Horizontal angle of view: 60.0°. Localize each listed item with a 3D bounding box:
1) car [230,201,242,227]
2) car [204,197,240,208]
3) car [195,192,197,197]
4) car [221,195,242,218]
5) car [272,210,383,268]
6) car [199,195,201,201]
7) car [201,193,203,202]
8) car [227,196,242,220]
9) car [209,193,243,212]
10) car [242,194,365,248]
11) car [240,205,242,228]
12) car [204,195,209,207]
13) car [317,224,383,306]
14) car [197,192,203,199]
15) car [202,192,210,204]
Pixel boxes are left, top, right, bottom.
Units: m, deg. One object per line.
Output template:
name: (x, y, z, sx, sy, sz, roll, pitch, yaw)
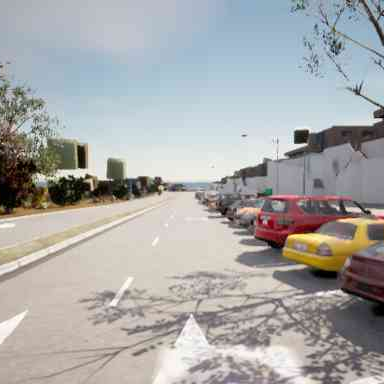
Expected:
car: (4.945, 1.440, 18.361, 4.892, 1.521, 2.231, 1, 0, -21)
car: (4.608, 1.612, 51.371, 5.008, 1.535, 2.097, 1, -1, -21)
car: (4.358, 1.426, 75.374, 5.566, 2.045, 2.435, 1, 1, -21)
car: (4.850, 1.323, 24.357, 4.553, 1.767, 2.185, 1, 0, -21)
car: (5.195, 1.433, 9.425, 5.366, 1.575, 1.946, 1, 0, -21)
car: (4.523, 1.710, 63.395, 4.792, 1.488, 2.163, 1, 0, -21)
car: (4.588, 1.529, 57.382, 4.553, 1.767, 2.185, 1, 0, -21)
car: (4.942, 1.318, 21.372, 4.553, 1.767, 2.185, 1, 0, -21)
car: (4.848, 1.218, 30.384, 5.566, 2.045, 2.435, 1, -1, -21)
car: (5.024, 1.184, 12.374, 5.566, 2.045, 2.435, 1, 0, -21)
car: (4.992, 1.465, 15.377, 4.792, 1.488, 2.163, 1, 0, -21)
car: (4.559, 1.512, 39.298, 5.366, 1.575, 1.946, 1, 0, -21)
car: (5.038, 1.473, 6.357, 4.674, 1.452, 2.002, 1, 0, -20)
car: (4.497, 1.436, 66.395, 5.566, 2.045, 2.435, 1, 0, -21)
car: (4.683, 1.289, 42.353, 5.566, 2.045, 2.435, 1, 0, -21)
